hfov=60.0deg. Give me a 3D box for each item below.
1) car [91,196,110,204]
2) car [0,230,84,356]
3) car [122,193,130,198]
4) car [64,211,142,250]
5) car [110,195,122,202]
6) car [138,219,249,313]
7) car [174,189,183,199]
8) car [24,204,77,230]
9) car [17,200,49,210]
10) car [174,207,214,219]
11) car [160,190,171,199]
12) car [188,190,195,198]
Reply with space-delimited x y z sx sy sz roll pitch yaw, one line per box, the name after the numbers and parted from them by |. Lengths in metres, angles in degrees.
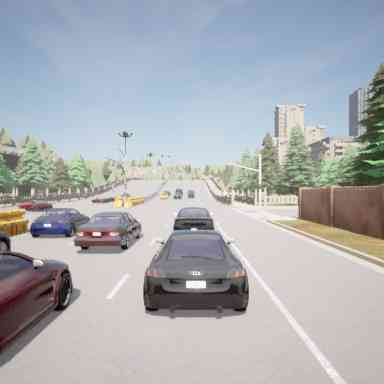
-17.609 1.600 63.129 1.895 1.301 4.718 0 0 0 | car
-3.410 1.564 5.131 1.994 1.385 4.181 0 0 0 | car
-17.707 0.957 88.243 2.033 1.411 5.357 0 3 0 | car
-3.409 1.547 14.371 2.033 1.411 5.357 0 0 0 | car
-17.611 1.573 73.743 1.895 1.301 4.718 0 0 0 | car
0.088 1.564 7.740 1.994 1.385 4.181 0 0 1 | car
-3.697 0.903 86.888 2.097 1.767 4.553 0 3 0 | car
-6.919 1.564 17.931 1.994 1.385 4.181 0 0 0 | car
-17.639 1.601 37.490 1.895 1.301 4.718 0 0 0 | car
0.084 1.478 16.730 1.882 1.535 5.008 0 0 0 | car
-7.198 1.024 86.902 1.882 1.535 5.008 0 3 0 | car
-0.218 0.839 90.060 1.837 1.490 4.892 0 4 0 | car
